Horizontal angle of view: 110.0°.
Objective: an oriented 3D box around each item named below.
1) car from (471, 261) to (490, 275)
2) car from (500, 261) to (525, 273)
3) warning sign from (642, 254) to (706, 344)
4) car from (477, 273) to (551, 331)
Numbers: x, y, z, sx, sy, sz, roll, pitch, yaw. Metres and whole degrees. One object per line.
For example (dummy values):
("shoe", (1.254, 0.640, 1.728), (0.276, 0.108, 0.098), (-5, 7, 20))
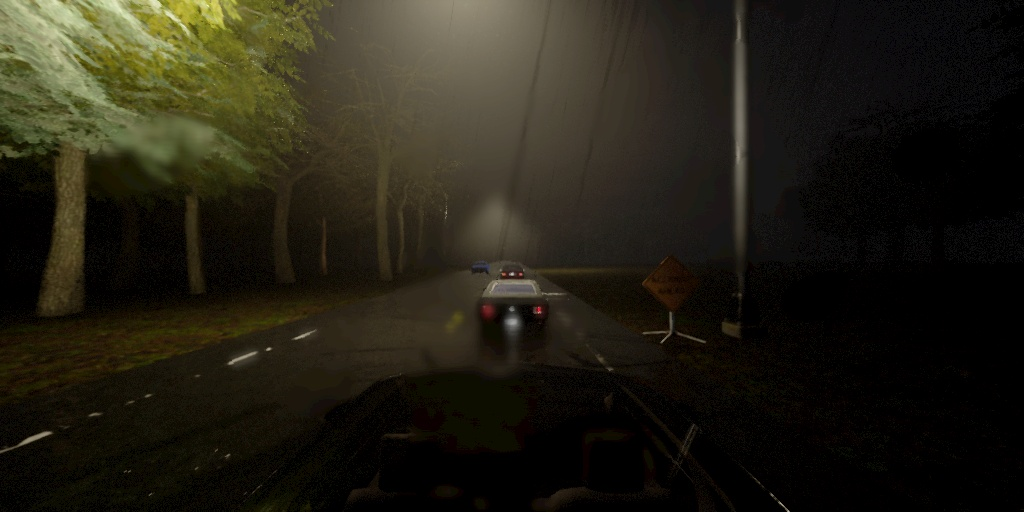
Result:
("car", (-3.677, 1.360, 42.364), (1.882, 1.535, 5.008), (0, 0, 0))
("car", (0.028, 1.384, 28.483), (2.033, 1.411, 5.357), (0, 0, 0))
("warning sign", (3.540, 0.885, 7.898), (1.300, 1.860, 1.060), (0, 0, 0))
("car", (0.052, 1.381, 11.148), (1.895, 1.301, 4.718), (0, 0, 0))
